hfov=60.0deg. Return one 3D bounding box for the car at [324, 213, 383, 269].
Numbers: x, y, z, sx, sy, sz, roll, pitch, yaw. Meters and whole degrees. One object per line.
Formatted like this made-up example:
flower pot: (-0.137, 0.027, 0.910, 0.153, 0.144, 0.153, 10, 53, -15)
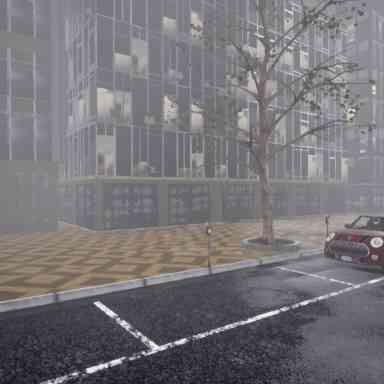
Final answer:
car: (6.183, 1.439, 10.985, 4.097, 1.590, 1.967, 0, 0, -36)
